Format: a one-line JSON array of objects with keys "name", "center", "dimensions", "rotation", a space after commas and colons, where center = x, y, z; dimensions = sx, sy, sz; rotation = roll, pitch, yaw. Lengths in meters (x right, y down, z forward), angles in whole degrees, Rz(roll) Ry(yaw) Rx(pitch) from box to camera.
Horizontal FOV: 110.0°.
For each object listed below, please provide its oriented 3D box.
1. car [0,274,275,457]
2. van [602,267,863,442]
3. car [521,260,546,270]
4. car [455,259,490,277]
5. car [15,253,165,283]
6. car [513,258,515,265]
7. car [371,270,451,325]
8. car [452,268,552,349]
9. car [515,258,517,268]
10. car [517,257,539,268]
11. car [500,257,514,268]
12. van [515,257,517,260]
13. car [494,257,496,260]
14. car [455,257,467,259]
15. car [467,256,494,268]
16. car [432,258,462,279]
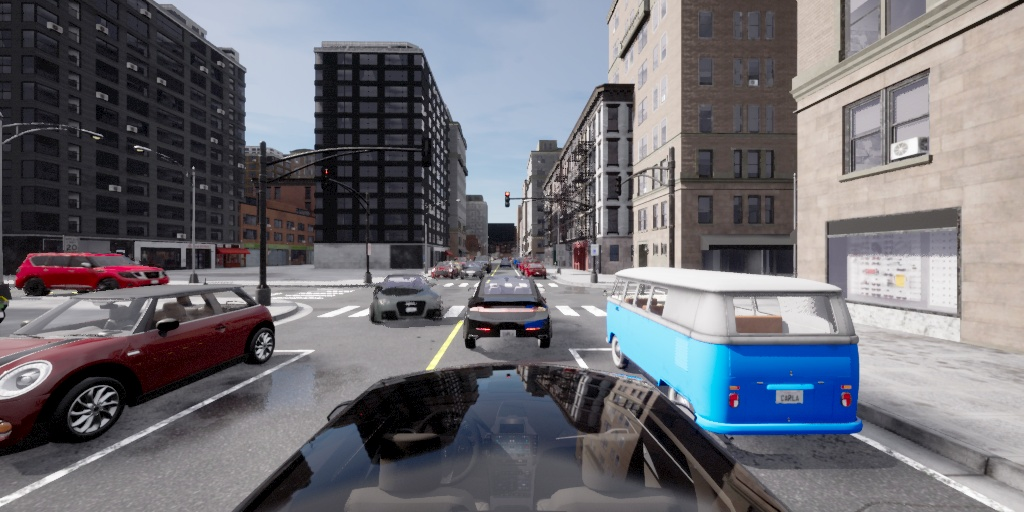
[{"name": "car", "center": [-5.439, 1.190, 5.082], "dimensions": [1.967, 1.591, 4.097], "rotation": [0, 0, -1]}, {"name": "van", "center": [2.585, 1.091, 5.233], "dimensions": [1.690, 1.789, 3.998], "rotation": [0, 0, -1]}, {"name": "car", "center": [2.081, 1.295, 32.108], "dimensions": [1.888, 1.381, 4.507], "rotation": [0, 0, -1]}, {"name": "car", "center": [-3.392, 1.242, 31.606], "dimensions": [2.128, 1.511, 4.902], "rotation": [0, 0, -1]}, {"name": "car", "center": [-19.797, 0.873, 17.059], "dimensions": [5.566, 2.045, 2.150], "rotation": [0, 0, -1]}, {"name": "car", "center": [1.573, 1.312, 59.151], "dimensions": [1.948, 1.339, 4.313], "rotation": [0, 0, -1]}, {"name": "car", "center": [-3.523, 1.312, 11.913], "dimensions": [1.994, 1.385, 4.181], "rotation": [1, 0, -21]}, {"name": "car", "center": [-0.125, 1.242, 9.167], "dimensions": [2.128, 1.511, 4.902], "rotation": [0, 0, -1]}, {"name": "car", "center": [1.776, 1.294, 48.334], "dimensions": [1.888, 1.381, 4.507], "rotation": [0, 0, -1]}, {"name": "car", "center": [1.979, 1.065, 37.516], "dimensions": [2.192, 1.841, 5.009], "rotation": [0, 0, -1]}, {"name": "car", "center": [-1.124, 1.309, 62.268], "dimensions": [1.994, 1.385, 4.181], "rotation": [0, 0, -1]}, {"name": "van", "center": [1.674, 1.089, 53.743], "dimensions": [1.690, 1.789, 3.998], "rotation": [0, 0, -1]}, {"name": "car", "center": [-3.776, 1.296, 52.170], "dimensions": [2.033, 1.411, 5.357], "rotation": [0, 0, -1]}, {"name": "car", "center": [-6.146, 1.065, 42.774], "dimensions": [2.192, 1.841, 5.009], "rotation": [0, 0, -1]}, {"name": "car", "center": [-3.581, 0.972, 41.768], "dimensions": [2.150, 2.045, 5.566], "rotation": [0, 0, 0]}, {"name": "car", "center": [-5.943, 1.190, 31.957], "dimensions": [1.967, 1.591, 4.097], "rotation": [0, 0, -1]}]
